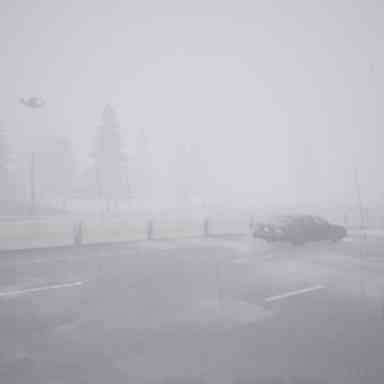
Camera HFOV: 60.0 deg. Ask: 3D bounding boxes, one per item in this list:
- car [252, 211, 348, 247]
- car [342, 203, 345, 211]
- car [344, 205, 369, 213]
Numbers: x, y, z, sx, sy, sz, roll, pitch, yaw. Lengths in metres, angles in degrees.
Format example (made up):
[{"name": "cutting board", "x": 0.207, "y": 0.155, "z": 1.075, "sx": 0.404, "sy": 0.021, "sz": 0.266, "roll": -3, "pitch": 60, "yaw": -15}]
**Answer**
[{"name": "car", "x": 5.348, "y": 1.781, "z": 16.154, "sx": 5.357, "sy": 1.411, "sz": 2.033, "roll": 2, "pitch": -1, "yaw": -35}, {"name": "car", "x": 24.361, "y": 2.575, "z": 55.340, "sx": 4.553, "sy": 1.767, "sz": 2.097, "roll": 3, "pitch": -1, "yaw": -34}, {"name": "car", "x": 26.566, "y": 2.800, "z": 52.614, "sx": 4.181, "sy": 1.385, "sz": 1.994, "roll": 2, "pitch": -1, "yaw": -34}]
